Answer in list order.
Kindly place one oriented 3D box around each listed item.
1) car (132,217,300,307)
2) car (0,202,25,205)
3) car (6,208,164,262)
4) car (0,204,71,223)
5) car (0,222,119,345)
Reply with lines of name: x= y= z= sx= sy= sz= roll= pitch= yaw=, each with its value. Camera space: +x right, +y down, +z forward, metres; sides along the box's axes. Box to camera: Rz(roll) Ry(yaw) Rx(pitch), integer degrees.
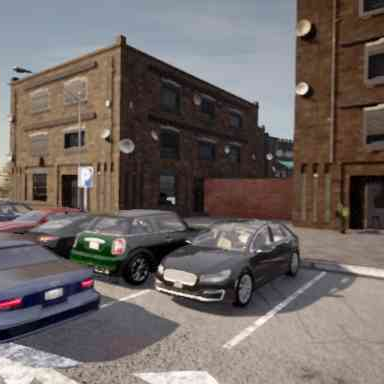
car: x=1.153 y=1.452 z=8.138 sx=2.231 sy=1.521 sz=4.892 roll=1 pitch=0 yaw=35
car: x=-7.856 y=1.211 z=14.512 sx=2.185 sy=1.767 sz=4.553 roll=1 pitch=1 yaw=35
car: x=-3.348 y=1.437 z=11.334 sx=2.002 sy=1.452 sz=4.674 roll=1 pitch=0 yaw=35
car: x=-5.587 y=1.369 z=12.940 sx=2.097 sy=1.535 sz=5.008 roll=1 pitch=1 yaw=35
car: x=-4.036 y=1.490 z=6.254 sx=5.357 sy=1.411 sz=2.033 roll=1 pitch=0 yaw=35
